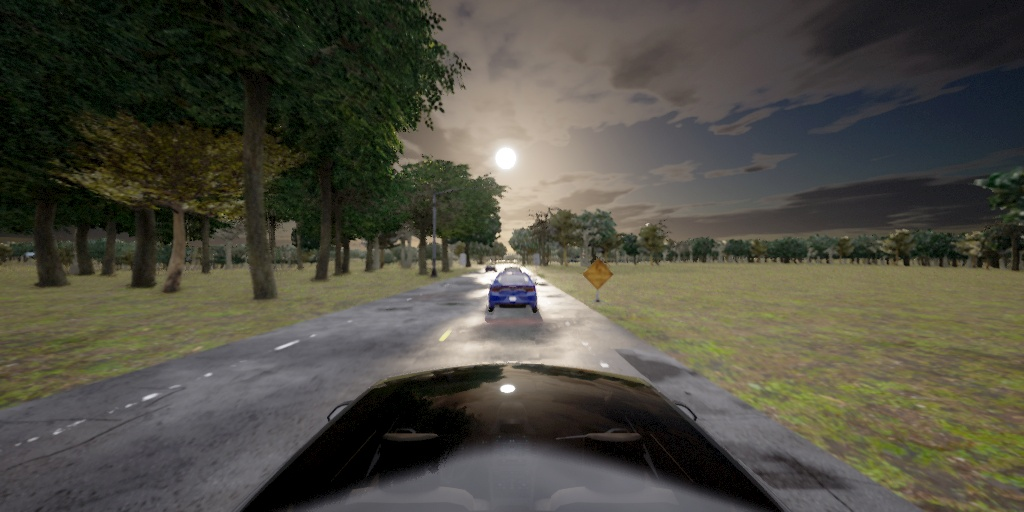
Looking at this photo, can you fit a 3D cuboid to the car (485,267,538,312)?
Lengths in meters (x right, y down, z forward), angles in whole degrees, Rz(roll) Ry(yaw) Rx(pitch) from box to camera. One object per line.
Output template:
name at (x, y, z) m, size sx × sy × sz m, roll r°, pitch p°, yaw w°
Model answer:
car at (0.052, 1.408, 15.356) m, size 1.882 × 1.535 × 5.008 m, roll 0°, pitch 0°, yaw 0°

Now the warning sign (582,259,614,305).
warning sign at (3.546, 1.040, 14.895) m, size 1.300 × 1.860 × 1.060 m, roll 0°, pitch 0°, yaw 0°

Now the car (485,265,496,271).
car at (-3.554, 2.123, 60.316) m, size 1.895 × 1.301 × 4.718 m, roll 0°, pitch -1°, yaw 1°
